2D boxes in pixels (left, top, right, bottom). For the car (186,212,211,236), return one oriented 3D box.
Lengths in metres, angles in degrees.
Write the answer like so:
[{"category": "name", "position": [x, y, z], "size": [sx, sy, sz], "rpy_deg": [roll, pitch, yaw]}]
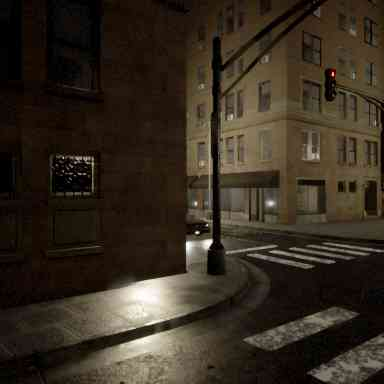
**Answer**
[{"category": "car", "position": [-1.297, 1.515, 17.758], "size": [2.033, 1.411, 5.357], "rpy_deg": [0, 0, -36]}]
